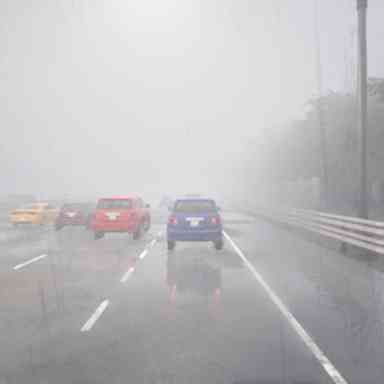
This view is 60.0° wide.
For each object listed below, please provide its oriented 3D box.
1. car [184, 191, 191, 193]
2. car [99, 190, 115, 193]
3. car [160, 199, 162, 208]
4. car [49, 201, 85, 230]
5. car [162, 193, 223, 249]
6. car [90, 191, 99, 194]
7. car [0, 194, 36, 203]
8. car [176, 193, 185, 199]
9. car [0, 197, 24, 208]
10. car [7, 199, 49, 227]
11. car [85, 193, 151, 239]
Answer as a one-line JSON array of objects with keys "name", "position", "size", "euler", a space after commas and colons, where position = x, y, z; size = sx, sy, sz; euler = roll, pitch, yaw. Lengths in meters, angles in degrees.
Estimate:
[{"name": "car", "position": [0.177, 1.199, 34.812], "size": [2.150, 2.045, 5.566], "euler": [0, 0, 0]}, {"name": "car", "position": [-20.442, 0.437, 81.737], "size": [2.150, 2.045, 5.566], "euler": [0, 1, 1]}, {"name": "car", "position": [-3.336, 1.329, 47.368], "size": [2.097, 1.767, 4.553], "euler": [0, 0, 0]}, {"name": "car", "position": [-6.881, 1.358, 21.052], "size": [2.097, 1.767, 4.553], "euler": [0, 0, 0]}, {"name": "car", "position": [0.104, 1.213, 14.549], "size": [2.150, 2.045, 5.566], "euler": [0, 0, 0]}, {"name": "car", "position": [-23.940, 0.576, 81.853], "size": [2.097, 1.767, 4.553], "euler": [0, 1, 1]}, {"name": "car", "position": [-20.971, 1.252, 40.467], "size": [2.150, 2.045, 5.566], "euler": [0, 0, 1]}, {"name": "car", "position": [-2.893, 1.037, 84.632], "size": [1.994, 1.385, 4.181], "euler": [0, 1, 1]}, {"name": "car", "position": [-27.849, 1.539, 50.941], "size": [1.837, 1.490, 4.892], "euler": [0, 0, 1]}, {"name": "car", "position": [-10.375, 1.492, 22.807], "size": [1.882, 1.535, 5.008], "euler": [0, 0, 0]}, {"name": "car", "position": [-3.492, 1.220, 17.310], "size": [2.150, 2.045, 5.566], "euler": [0, 0, 0]}]
